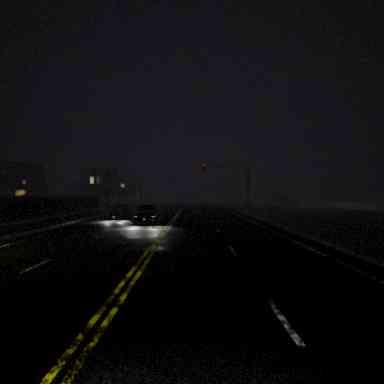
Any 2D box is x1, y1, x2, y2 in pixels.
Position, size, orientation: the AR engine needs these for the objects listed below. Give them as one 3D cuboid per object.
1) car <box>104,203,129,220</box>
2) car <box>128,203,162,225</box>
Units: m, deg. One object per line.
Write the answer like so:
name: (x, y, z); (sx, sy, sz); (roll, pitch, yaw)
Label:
car: (-6.590, 1.748, 30.700); (2.033, 1.411, 5.357); (0, 0, 0)
car: (-3.344, 1.670, 25.633); (1.837, 1.490, 4.892); (0, 0, 0)
